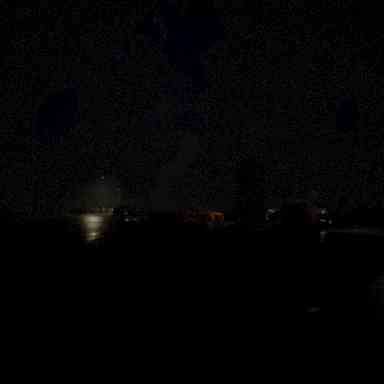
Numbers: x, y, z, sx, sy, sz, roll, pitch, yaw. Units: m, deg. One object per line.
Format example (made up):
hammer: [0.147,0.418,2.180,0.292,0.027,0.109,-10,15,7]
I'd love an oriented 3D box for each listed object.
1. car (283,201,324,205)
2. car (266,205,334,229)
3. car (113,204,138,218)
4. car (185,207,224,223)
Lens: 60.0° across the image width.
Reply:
car: [9.064,1.814,29.164,2.150,2.045,5.566,1,-3,-36]
car: [8.219,1.952,25.089,1.837,1.490,4.892,1,-3,-35]
car: [-10.336,2.855,51.349,2.150,2.045,5.566,1,-3,-35]
car: [1.255,2.364,34.929,1.882,1.535,5.008,1,-3,-35]
